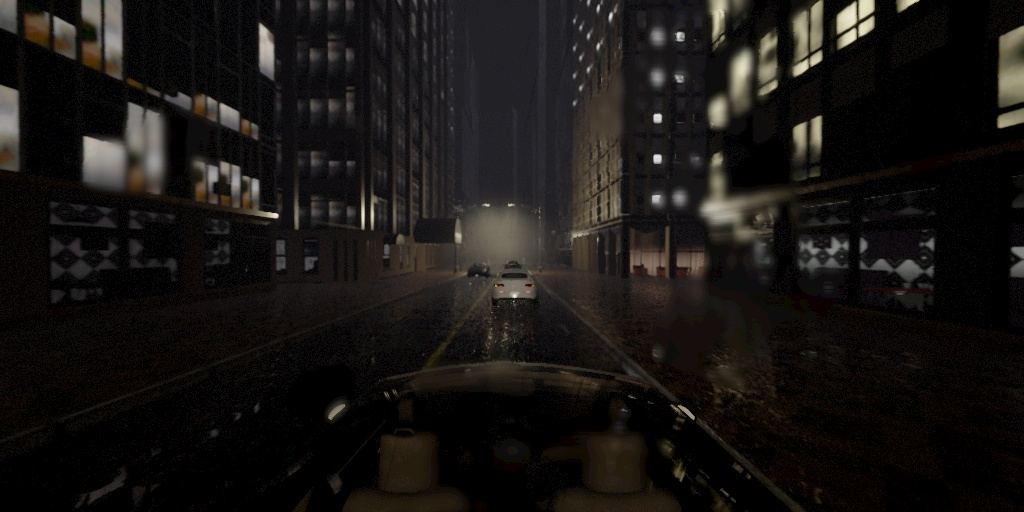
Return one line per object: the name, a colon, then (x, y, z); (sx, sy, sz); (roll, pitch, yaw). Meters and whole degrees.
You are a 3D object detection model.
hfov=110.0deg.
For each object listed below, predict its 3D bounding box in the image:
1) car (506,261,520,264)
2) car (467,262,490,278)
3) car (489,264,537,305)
car: (0.107, 1.271, 38.832); (1.837, 1.490, 4.892); (0, 0, 0)
car: (-3.021, 1.309, 33.721); (2.033, 1.411, 5.357); (0, 0, 1)
car: (0.104, 1.277, 16.033); (1.812, 1.442, 4.674); (0, 0, 0)
